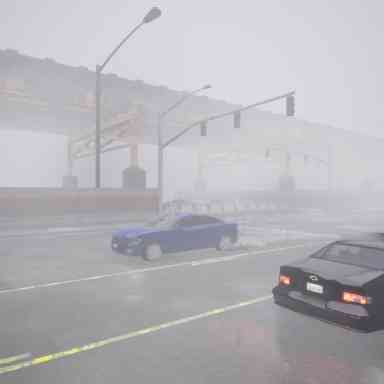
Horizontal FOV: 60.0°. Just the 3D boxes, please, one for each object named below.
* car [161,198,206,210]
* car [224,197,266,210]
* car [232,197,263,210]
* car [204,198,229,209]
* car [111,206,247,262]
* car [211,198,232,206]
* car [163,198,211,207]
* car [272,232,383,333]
[{"bbox_3d":[-0.879,1.295,35.992,4.536,1.218,1.853,0,0,7],"label":"car"},{"bbox_3d":[6.764,1.453,42.506,4.974,1.542,2.038,0,0,-8],"label":"car"},{"bbox_3d":[6.712,1.295,42.499,4.536,1.218,1.853,0,0,-8],"label":"car"},{"bbox_3d":[2.906,1.295,38.757,1.853,1.218,4.536,0,0,17],"label":"car"},{"bbox_3d":[-0.476,1.477,12.321,5.008,1.535,1.882,0,0,-36],"label":"car"},{"bbox_3d":[2.891,1.453,38.707,2.038,1.542,4.974,0,0,17],"label":"car"},{"bbox_3d":[-0.827,1.453,35.985,4.974,1.542,2.038,0,0,7],"label":"car"},{"bbox_3d":[3.954,1.547,6.671,5.357,1.411,2.033,0,0,-36],"label":"car"}]
